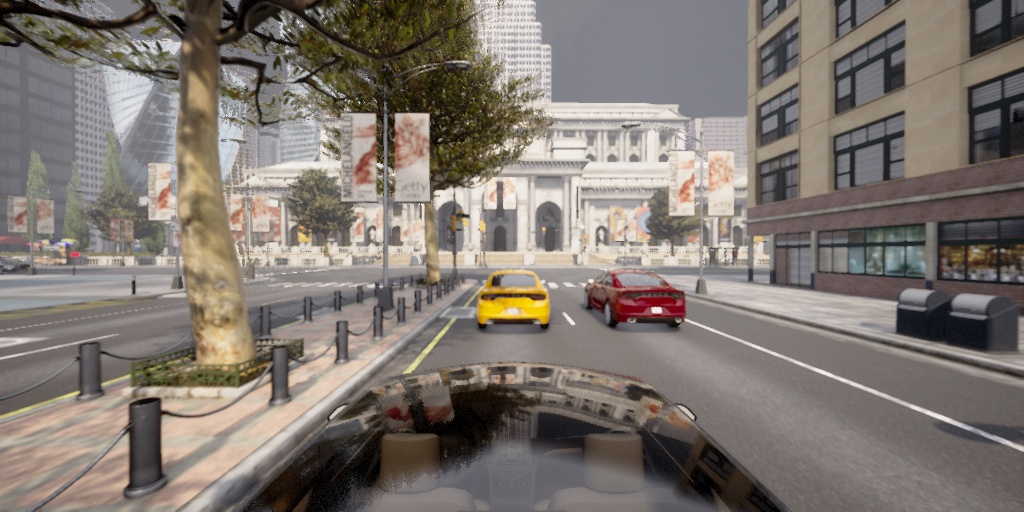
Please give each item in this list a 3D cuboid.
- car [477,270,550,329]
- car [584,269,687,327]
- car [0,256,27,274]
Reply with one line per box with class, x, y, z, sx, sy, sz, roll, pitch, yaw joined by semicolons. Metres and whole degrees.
car;0.050;1.155;11.055;1.882;1.535;5.008;0;0;0
car;3.552;1.154;11.236;1.882;1.535;5.008;0;0;0
car;-50.894;0.990;34.450;4.902;1.511;2.128;0;0;-5
